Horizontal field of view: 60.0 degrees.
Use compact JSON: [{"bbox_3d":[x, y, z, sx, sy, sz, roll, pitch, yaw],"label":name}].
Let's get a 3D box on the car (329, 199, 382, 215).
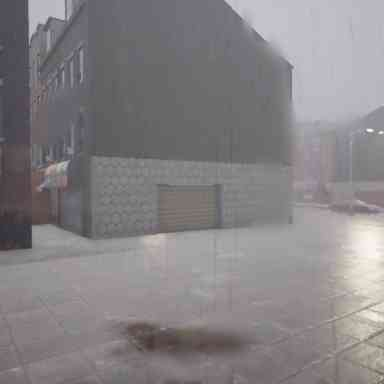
[{"bbox_3d":[15.194,1.388,31.178,1.812,1.442,4.674,-1,1,-35],"label":"car"}]
